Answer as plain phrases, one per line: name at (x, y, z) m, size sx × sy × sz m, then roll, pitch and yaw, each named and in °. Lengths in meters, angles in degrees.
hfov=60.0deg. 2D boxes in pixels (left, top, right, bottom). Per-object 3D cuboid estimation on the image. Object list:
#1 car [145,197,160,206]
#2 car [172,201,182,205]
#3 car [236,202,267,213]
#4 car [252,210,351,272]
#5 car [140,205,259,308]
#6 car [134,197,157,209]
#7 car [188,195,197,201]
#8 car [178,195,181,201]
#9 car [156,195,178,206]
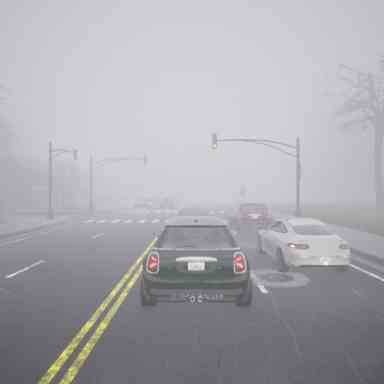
car at (-6.493, 1.546, 55.411) m, size 1.994 × 1.385 × 4.181 m, roll 0°, pitch 0°, yaw 1°
car at (0.073, 1.477, 17.629) m, size 1.882 × 1.535 × 5.008 m, roll 0°, pitch 0°, yaw 0°
car at (3.344, 1.351, 19.777) m, size 2.097 × 1.767 × 4.553 m, roll 0°, pitch 0°, yaw 0°
car at (3.350, 1.526, 10.616) m, size 1.812 × 1.442 × 4.674 m, roll 0°, pitch 0°, yaw 0°
car at (0.090, 1.352, 8.094) m, size 2.097 × 1.767 × 4.553 m, roll 0°, pitch 0°, yaw 0°
car at (-6.512, 1.538, 45.382) m, size 2.033 × 1.411 × 5.357 m, roll 0°, pitch 0°, yaw 2°
car at (0.143, 1.482, 85.668) m, size 2.128 × 1.511 × 4.902 m, roll 0°, pitch 0°, yaw 0°
car at (-3.250, 1.508, 55.223) m, size 1.812 × 1.442 × 4.674 m, roll 0°, pitch 0°, yaw 1°
car at (-3.274, 1.496, 44.559) m, size 1.837 × 1.490 × 4.892 m, roll 0°, pitch 0°, yaw 0°
